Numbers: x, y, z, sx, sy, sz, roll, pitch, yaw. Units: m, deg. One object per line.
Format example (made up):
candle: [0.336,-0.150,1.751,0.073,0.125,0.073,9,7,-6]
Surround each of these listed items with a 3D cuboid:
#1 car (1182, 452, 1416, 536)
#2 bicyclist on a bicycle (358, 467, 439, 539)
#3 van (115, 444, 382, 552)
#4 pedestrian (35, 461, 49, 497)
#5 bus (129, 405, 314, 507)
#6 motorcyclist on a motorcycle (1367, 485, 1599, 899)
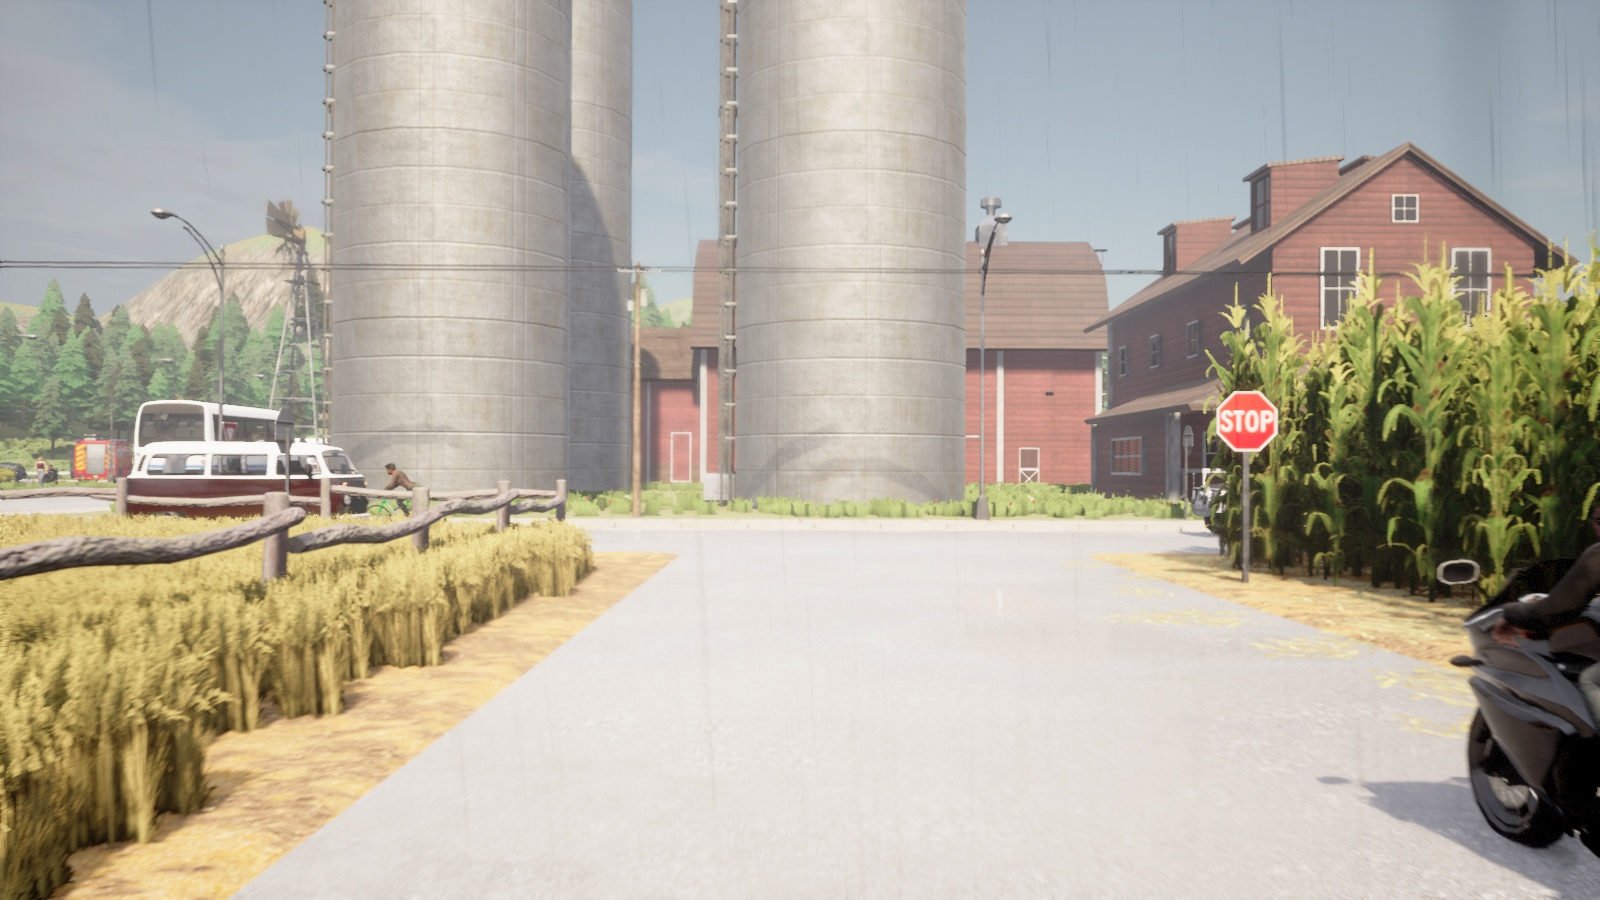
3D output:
car: [11.427,0.983,28.978,4.605,1.855,1.932,0,-1,0]
bicyclist on a bicycle: [-9.207,1.200,28.835,1.656,1.620,0.582,-1,-1,1]
van: [-11.028,0.936,25.370,4.480,2.038,2.069,-1,-1,0]
pedestrian: [-38.325,1.469,63.465,0.345,1.836,0.594,0,-1,-2]
bus: [-26.296,0.316,57.888,3.944,4.253,10.273,0,-1,-1]
motorcyclist on a motorcycle: [3.088,0.914,4.758,0.866,1.530,2.191,0,-1,0]
